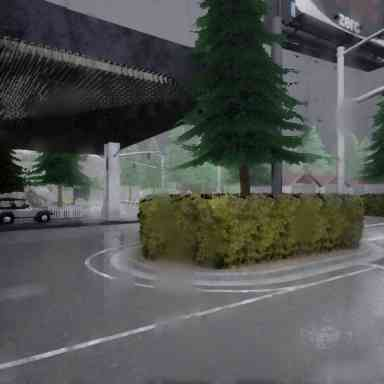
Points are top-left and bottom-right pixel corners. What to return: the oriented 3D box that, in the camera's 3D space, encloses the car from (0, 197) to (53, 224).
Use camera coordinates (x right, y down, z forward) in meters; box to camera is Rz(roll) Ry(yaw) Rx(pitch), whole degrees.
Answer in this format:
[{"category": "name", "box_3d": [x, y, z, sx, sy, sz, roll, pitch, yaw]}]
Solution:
[{"category": "car", "box_3d": [-11.994, 1.313, 23.455, 3.866, 1.878, 1.905, 0, 0, -36]}]
